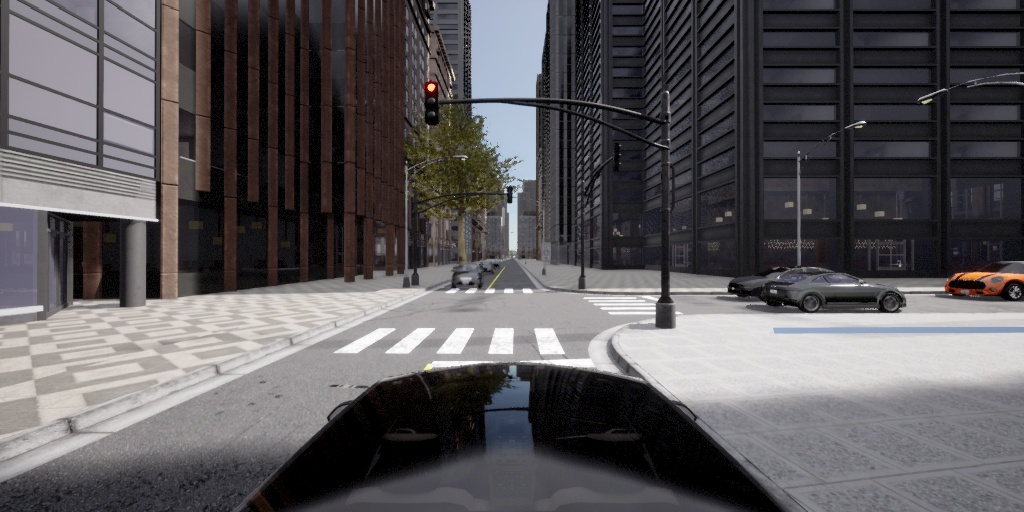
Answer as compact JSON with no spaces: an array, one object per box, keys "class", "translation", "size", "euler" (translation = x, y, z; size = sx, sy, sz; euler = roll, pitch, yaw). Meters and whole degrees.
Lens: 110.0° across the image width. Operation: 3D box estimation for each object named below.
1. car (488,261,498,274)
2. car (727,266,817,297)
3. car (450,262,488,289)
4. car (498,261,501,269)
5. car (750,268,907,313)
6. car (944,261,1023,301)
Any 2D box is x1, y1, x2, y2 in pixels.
[{"class":"car","translation":[-2.990,1.328,40.060],"size":[1.994,1.385,4.181],"euler":[0,0,0]},{"class":"car","translation":[12.413,1.206,16.191],"size":[4.892,1.490,1.837],"euler":[0,0,0]},{"class":"car","translation":[-2.799,1.244,23.003],"size":[2.128,1.511,4.902],"euler":[0,0,-3]},{"class":"car","translation":[-2.873,1.406,58.831],"size":[1.895,1.301,4.718],"euler":[0,0,1]},{"class":"car","translation":[11.556,1.256,13.090],"size":[4.181,1.385,1.994],"euler":[0,0,0]},{"class":"car","translation":[22.696,1.016,16.186],"size":[4.553,1.767,2.097],"euler":[0,0,0]}]
